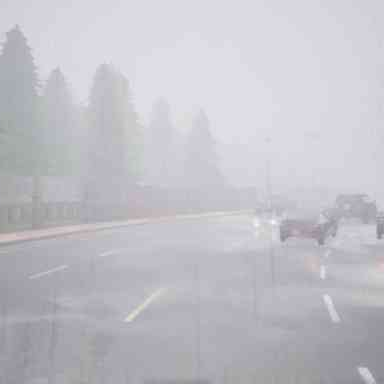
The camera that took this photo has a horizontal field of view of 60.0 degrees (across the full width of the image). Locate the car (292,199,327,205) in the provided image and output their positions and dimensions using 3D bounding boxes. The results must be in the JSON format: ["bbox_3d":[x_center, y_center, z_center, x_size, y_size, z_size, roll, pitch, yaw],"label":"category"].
[{"bbox_3d":[10.539,1.437,28.462,1.812,1.442,4.674,1,0,38],"label":"car"}]

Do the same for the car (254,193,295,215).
[{"bbox_3d":[7.819,1.110,30.658,2.150,2.045,5.566,1,0,38],"label":"car"}]

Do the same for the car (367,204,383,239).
[{"bbox_3d":[10.403,1.471,16.500,2.128,1.511,4.902,1,1,36],"label":"car"}]

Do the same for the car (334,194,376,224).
[{"bbox_3d":[12.050,1.163,24.498,2.150,2.045,5.566,1,0,38],"label":"car"}]

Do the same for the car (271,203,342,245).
[{"bbox_3d":[5.451,1.471,15.431,1.812,1.442,4.674,1,0,33],"label":"car"}]
